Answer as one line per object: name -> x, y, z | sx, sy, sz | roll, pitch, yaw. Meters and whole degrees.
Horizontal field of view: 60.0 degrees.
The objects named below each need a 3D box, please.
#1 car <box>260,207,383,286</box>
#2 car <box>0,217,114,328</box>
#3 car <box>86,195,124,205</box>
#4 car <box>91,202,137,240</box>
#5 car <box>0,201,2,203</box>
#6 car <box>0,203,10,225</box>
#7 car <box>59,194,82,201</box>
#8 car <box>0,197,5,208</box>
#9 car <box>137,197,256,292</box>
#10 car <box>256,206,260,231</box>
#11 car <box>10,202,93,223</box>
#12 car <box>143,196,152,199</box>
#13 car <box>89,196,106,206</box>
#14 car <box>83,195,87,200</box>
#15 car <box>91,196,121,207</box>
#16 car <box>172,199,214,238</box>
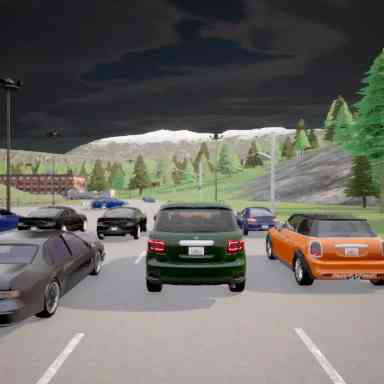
car -> 3.578, 1.352, 9.590 | 2.097, 1.767, 4.553 | 0, 0, 0
car -> -3.415, 1.547, 7.331 | 2.033, 1.411, 5.357 | 0, 0, -1
car -> -10.592, 1.477, 42.978 | 5.008, 1.535, 1.882 | 0, 1, -45
car -> -3.456, 1.478, 17.158 | 1.882, 1.535, 5.008 | 0, 0, 0
car -> -28.003, 1.526, 44.793 | 4.674, 1.442, 1.812 | 0, 0, -1
car -> -10.457, 1.526, 17.369 | 1.812, 1.442, 4.674 | 0, 0, -1
car -> -31.596, 1.525, 86.551 | 4.902, 1.511, 2.128 | 0, 0, 39
car -> -30.062, 1.526, 48.260 | 4.674, 1.442, 1.812 | 0, 0, -1
car -> 0.080, 1.221, 9.057 | 2.150, 2.045, 5.566 | 0, 0, 0
car -> 3.523, 1.526, 18.445 | 1.812, 1.442, 4.674 | 0, 0, -1
car -> -6.963, 1.478, 17.167 | 1.882, 1.535, 5.008 | 0, 0, 1
car -> -9.319, 1.542, 70.969 | 2.033, 1.411, 5.357 | 0, 0, -20
car -> -16.297, 1.478, 57.615 | 1.882, 1.535, 5.008 | 2, 0, -6
car -> -25.553, 1.552, 85.532 | 1.994, 1.385, 4.181 | 0, 0, -44
car -> -13.411, 1.506, 52.019 | 1.837, 1.490, 4.892 | 3, 1, 23
car -> 0.017, 1.352, 18.621 | 2.097, 1.767, 4.553 | 0, 0, -1
